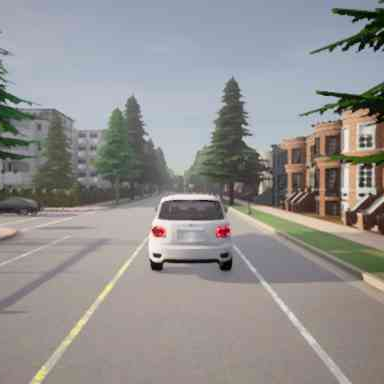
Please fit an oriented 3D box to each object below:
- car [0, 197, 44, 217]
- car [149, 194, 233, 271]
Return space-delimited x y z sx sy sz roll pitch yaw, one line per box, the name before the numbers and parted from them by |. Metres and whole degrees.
car | -14.182 1.152 26.284 4.674 1.442 1.812 0 1 0
car | -0.018 1.065 10.475 2.150 2.045 5.566 0 1 0
